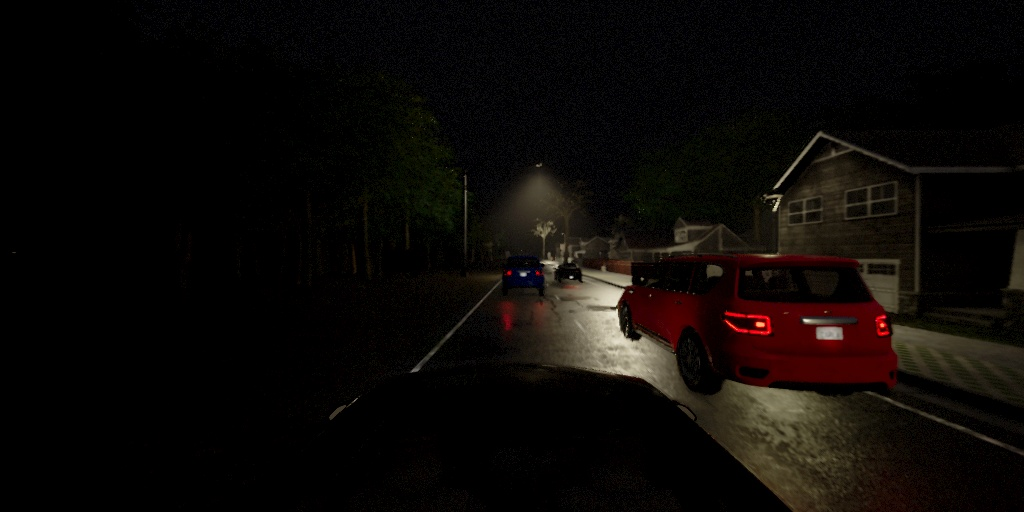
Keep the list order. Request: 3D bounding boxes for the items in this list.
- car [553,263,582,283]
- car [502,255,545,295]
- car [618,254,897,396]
[{"bbox_3d":[4.435,1.297,28.669,1.837,1.490,4.892,0,0,2],"label":"car"},{"bbox_3d":[0.640,0.989,20.023,2.150,2.045,5.566,0,0,2],"label":"car"},{"bbox_3d":[3.729,0.991,6.820,2.150,2.045,5.566,0,0,1],"label":"car"}]
